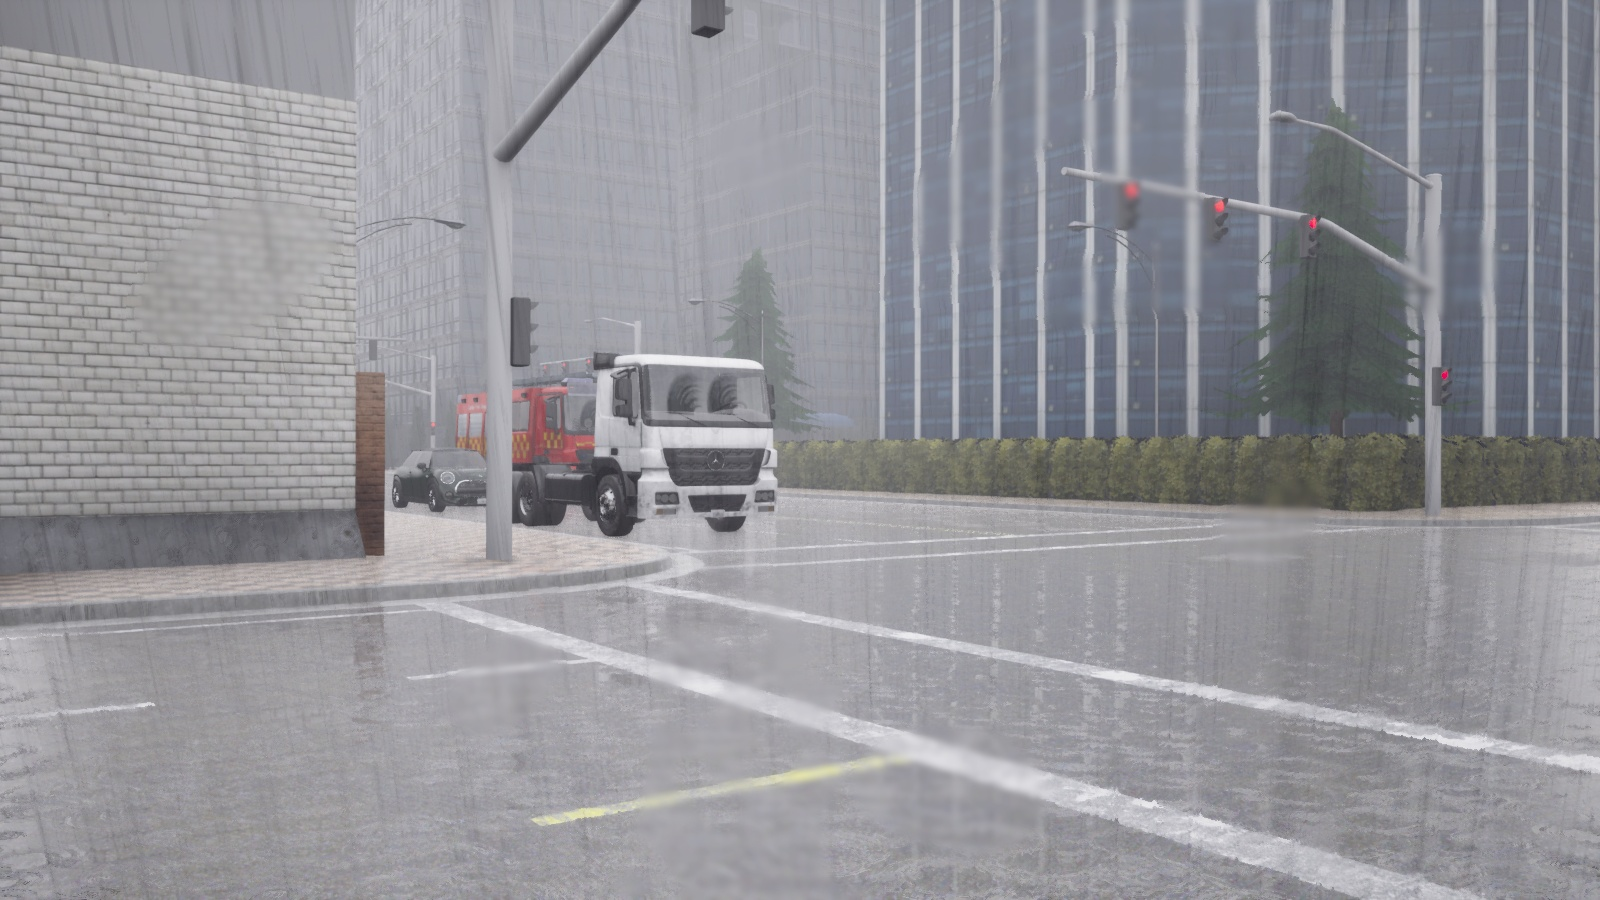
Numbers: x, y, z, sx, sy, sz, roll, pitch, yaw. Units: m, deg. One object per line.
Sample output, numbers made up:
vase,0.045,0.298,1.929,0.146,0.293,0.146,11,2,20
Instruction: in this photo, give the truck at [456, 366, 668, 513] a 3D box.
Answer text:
truck,-7.219,-0.259,36.874,2.891,3.827,8.468,0,0,-35

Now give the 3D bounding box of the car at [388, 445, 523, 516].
car,-9.337,0.761,33.803,2.097,1.767,4.553,0,0,-35

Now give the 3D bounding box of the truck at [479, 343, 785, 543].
truck,-3.750,-0.110,25.811,2.891,3.462,7.936,0,0,-35
